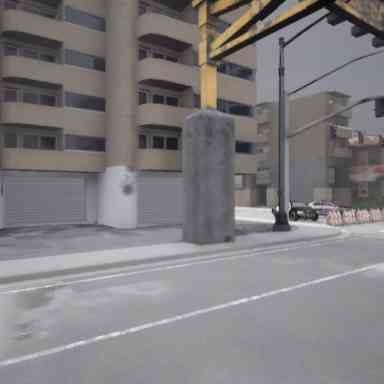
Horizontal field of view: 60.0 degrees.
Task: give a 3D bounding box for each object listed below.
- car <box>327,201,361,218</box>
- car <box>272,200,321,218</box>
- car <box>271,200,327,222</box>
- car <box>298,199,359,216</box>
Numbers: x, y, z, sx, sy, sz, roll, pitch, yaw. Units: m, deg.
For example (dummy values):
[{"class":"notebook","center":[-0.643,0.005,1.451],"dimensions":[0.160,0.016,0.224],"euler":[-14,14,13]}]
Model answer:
[{"class":"car","center":[11.757,1.440,28.560],"dimensions":[4.974,1.542,2.038],"euler":[0,0,34]},{"class":"car","center":[8.173,1.284,26.460],"dimensions":[1.853,1.218,4.536],"euler":[0,0,-11]},{"class":"car","center":[8.183,1.442,26.409],"dimensions":[2.038,1.542,4.974],"euler":[0,0,-11]},{"class":"car","center":[11.714,1.282,28.589],"dimensions":[4.536,1.218,1.853],"euler":[0,0,34]}]
